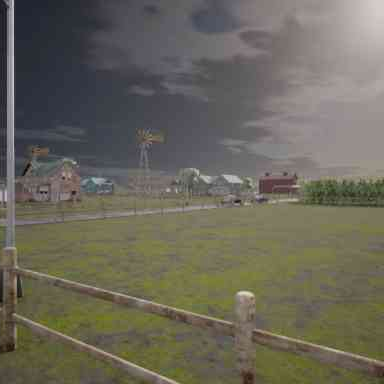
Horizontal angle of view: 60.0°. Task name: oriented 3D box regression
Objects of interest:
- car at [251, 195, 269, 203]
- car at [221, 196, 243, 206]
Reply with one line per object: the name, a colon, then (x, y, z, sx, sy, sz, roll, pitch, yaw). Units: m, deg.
car: (11.945, 1.255, 58.699, 1.812, 1.442, 4.674, -1, 0, 34)
car: (6.111, 1.273, 50.109, 2.128, 1.511, 4.902, -1, 0, 35)
